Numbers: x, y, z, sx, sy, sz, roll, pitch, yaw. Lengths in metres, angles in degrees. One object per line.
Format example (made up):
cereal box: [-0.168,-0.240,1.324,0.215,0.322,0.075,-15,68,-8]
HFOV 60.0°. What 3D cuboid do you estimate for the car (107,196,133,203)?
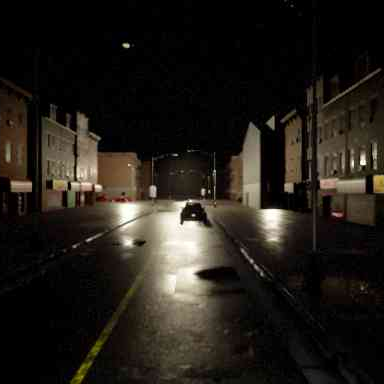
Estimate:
car: [-14.686,1.518,69.263,4.507,1.381,1.887,0,-1,0]

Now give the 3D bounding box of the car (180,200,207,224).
car: [0.102,1.581,25.171,1.994,1.385,4.181,0,0,0]

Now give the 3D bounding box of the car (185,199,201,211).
car: [0.108,1.634,43.011,1.895,1.301,4.718,0,0,0]

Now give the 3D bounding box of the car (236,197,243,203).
car: [11.724,1.484,69.307,5.009,1.841,2.192,0,-1,0]

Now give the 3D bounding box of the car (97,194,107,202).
car: [-20.118,1.251,69.257,5.009,1.841,2.192,0,-1,0]
